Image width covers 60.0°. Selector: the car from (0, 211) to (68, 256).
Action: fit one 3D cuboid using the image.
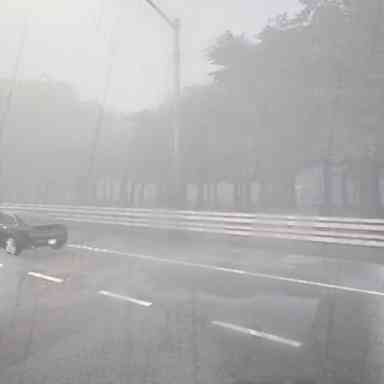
[{"bbox_3d":[-6.869,1.497,13.070,4.892,1.490,1.837,0,0,35],"label":"car"}]
